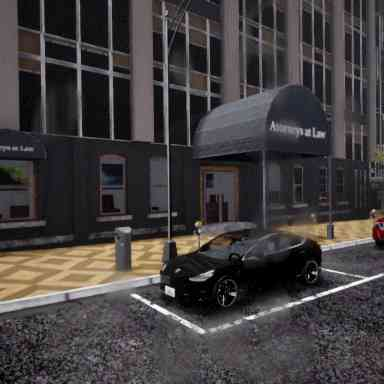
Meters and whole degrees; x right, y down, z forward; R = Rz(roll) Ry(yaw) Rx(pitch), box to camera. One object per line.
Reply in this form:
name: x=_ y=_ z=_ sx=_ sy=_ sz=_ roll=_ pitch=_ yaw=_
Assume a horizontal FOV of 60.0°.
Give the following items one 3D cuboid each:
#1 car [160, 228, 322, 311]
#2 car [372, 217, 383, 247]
car: x=1.309 y=1.564 z=7.792 sx=4.313 sy=1.339 sz=1.947 roll=0 pitch=-1 yaw=-37
car: x=9.590 y=1.310 z=13.987 sx=5.009 sy=1.841 sz=2.192 roll=0 pitch=-1 yaw=-37
